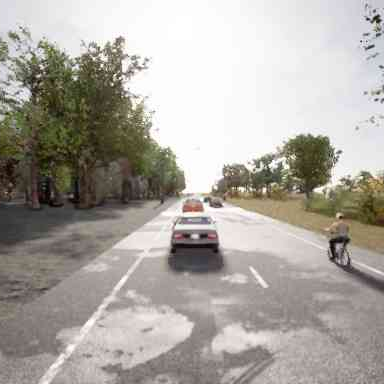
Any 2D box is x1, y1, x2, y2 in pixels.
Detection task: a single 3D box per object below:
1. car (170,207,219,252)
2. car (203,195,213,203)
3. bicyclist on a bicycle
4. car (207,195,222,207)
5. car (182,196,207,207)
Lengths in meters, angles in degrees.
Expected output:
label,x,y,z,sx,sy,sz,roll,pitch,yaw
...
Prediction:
label,x,y,z,sx,sy,sz,roll,pitch,yaw
car,0.099,1.554,13.818,2.033,1.411,5.357,0,0,0
car,3.512,1.541,73.388,1.837,1.490,4.892,0,0,0
bicyclist on a bicycle,4.487,1.442,10.231,0.866,1.612,1.509,0,0,0
car,3.608,1.575,51.349,2.033,1.411,5.357,0,0,0
car,0.104,1.369,33.670,2.097,1.767,4.553,0,0,0
